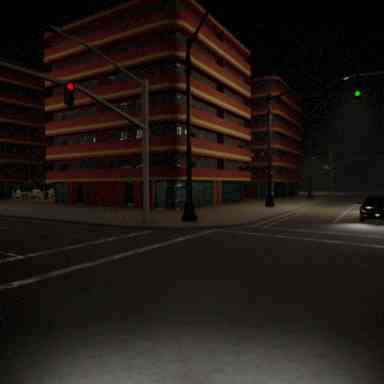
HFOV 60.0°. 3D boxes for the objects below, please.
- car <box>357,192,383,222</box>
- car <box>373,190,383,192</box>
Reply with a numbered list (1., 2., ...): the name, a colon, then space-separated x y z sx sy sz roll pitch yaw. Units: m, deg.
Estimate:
1. car: 11.448 0.970 20.524 1.837 1.490 4.892 0 2 30
2. car: 16.373 0.790 29.195 1.994 1.385 4.181 0 2 30
